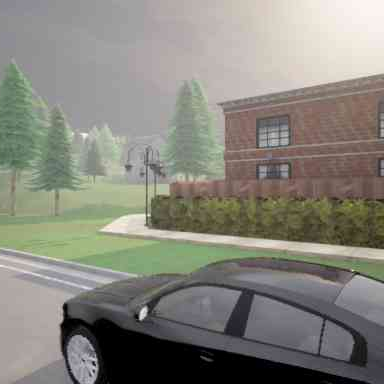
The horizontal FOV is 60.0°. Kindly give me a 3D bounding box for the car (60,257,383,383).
[{"bbox_3d":[0.608,1.478,3.554,5.008,1.535,1.882,0,0,36],"label":"car"}]
